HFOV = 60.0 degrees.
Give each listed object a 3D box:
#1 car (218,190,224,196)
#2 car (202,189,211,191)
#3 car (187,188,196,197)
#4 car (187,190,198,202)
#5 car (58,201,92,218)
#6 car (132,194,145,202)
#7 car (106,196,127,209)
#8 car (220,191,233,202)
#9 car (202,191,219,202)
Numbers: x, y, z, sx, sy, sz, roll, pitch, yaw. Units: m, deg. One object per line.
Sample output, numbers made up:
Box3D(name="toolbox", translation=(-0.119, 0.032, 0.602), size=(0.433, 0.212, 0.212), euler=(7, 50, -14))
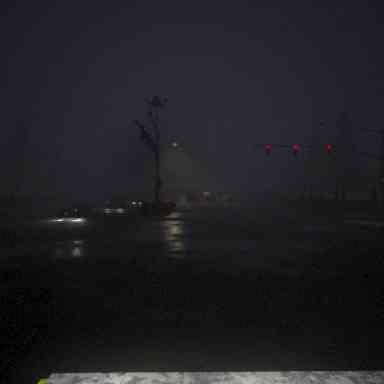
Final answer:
Box3D(name="car", translation=(6.927, 0.205, 77.999), size=(1.812, 1.442, 4.674), euler=(0, 7, 0))
Box3D(name="car", translation=(3.427, 0.038, 77.970), size=(2.097, 1.767, 4.553), euler=(0, 7, 0))
Box3D(name="car", translation=(-0.074, 0.183, 78.152), size=(2.128, 1.511, 4.902), euler=(0, 7, 0))
Box3D(name="car", translation=(0.083, 1.003, 65.243), size=(2.097, 1.767, 4.553), euler=(0, 3, 0))
Box3D(name="car", translation=(-10.565, 1.525, 30.278), size=(1.812, 1.442, 4.674), euler=(0, 0, 0))
Box3D(name="car", translation=(-10.538, 1.146, 66.191), size=(2.033, 1.411, 5.357), euler=(0, 3, 0))
Box3D(name="car", translation=(-10.552, 1.351, 46.495), size=(2.097, 1.767, 4.553), euler=(0, 0, 0))
Box3D(name="car", translation=(7.080, 1.155, 65.711), size=(1.812, 1.442, 4.674), euler=(0, 3, 0))
Box3D(name="car", translation=(3.577, 1.137, 65.398), size=(2.128, 1.511, 4.902), euler=(0, 3, 0))
